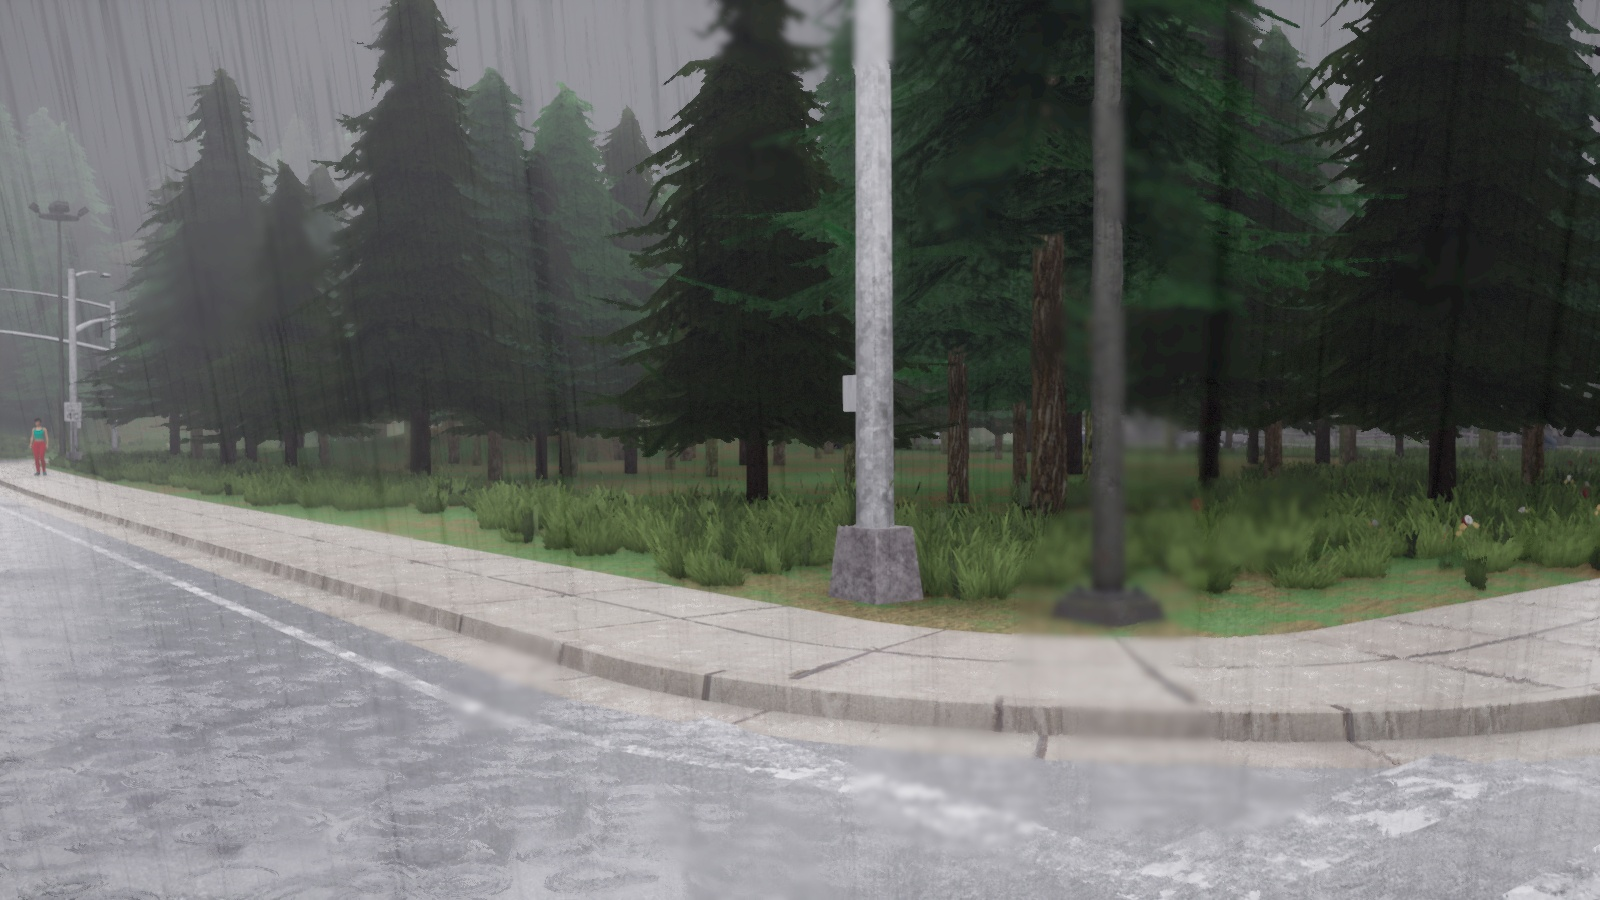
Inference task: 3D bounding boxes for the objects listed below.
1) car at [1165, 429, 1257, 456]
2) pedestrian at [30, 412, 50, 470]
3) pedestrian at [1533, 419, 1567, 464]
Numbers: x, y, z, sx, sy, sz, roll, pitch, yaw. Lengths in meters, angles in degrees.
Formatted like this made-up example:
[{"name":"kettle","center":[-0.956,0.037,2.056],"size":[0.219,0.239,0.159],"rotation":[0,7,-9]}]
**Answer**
[{"name":"car","center":[24.482,-0.467,74.933],"size":[2.128,1.511,4.902],"rotation":[-1,1,-36]},{"name":"pedestrian","center":[-24.446,-0.296,40.384],"size":[0.345,1.836,0.594],"rotation":[0,1,-11]},{"name":"pedestrian","center":[31.530,-0.366,52.768],"size":[0.874,1.855,0.900],"rotation":[0,1,-30]}]
